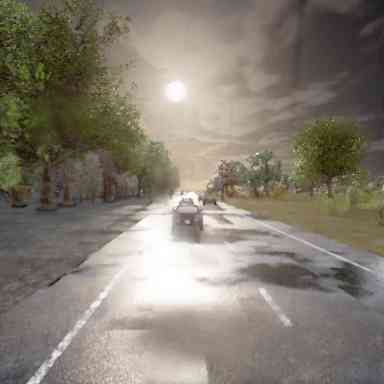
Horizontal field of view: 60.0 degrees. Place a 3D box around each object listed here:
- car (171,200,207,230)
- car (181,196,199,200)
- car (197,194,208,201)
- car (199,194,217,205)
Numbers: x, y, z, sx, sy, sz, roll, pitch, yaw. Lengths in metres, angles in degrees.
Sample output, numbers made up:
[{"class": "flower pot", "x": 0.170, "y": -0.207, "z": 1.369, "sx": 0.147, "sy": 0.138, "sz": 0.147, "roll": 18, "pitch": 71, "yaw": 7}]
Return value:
[{"class": "car", "x": -0.280, "y": 1.443, "z": 20.384, "sx": 1.812, "sy": 1.442, "sz": 4.674, "roll": 0, "pitch": 0, "yaw": -1}, {"class": "car", "x": -0.614, "y": 1.388, "z": 39.923, "sx": 2.033, "sy": 1.411, "sz": 5.357, "roll": 0, "pitch": 0, "yaw": -1}, {"class": "car", "x": 2.226, "y": 1.269, "z": 72.941, "sx": 2.033, "sy": 1.411, "sz": 5.357, "roll": 0, "pitch": 0, "yaw": -1}, {"class": "car", "x": 2.674, "y": 1.160, "z": 52.551, "sx": 2.097, "sy": 1.767, "sz": 4.553, "roll": 0, "pitch": 0, "yaw": -1}]
